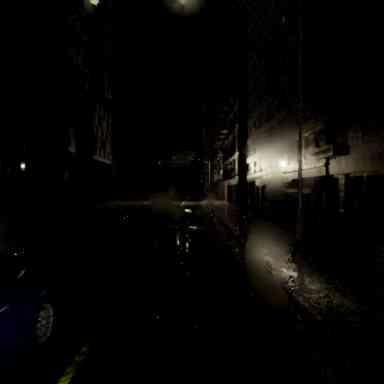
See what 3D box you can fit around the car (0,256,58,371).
[{"bbox_3d":[-3.000,1.501,3.490,1.812,1.442,4.674,0,0,0],"label":"car"}]
